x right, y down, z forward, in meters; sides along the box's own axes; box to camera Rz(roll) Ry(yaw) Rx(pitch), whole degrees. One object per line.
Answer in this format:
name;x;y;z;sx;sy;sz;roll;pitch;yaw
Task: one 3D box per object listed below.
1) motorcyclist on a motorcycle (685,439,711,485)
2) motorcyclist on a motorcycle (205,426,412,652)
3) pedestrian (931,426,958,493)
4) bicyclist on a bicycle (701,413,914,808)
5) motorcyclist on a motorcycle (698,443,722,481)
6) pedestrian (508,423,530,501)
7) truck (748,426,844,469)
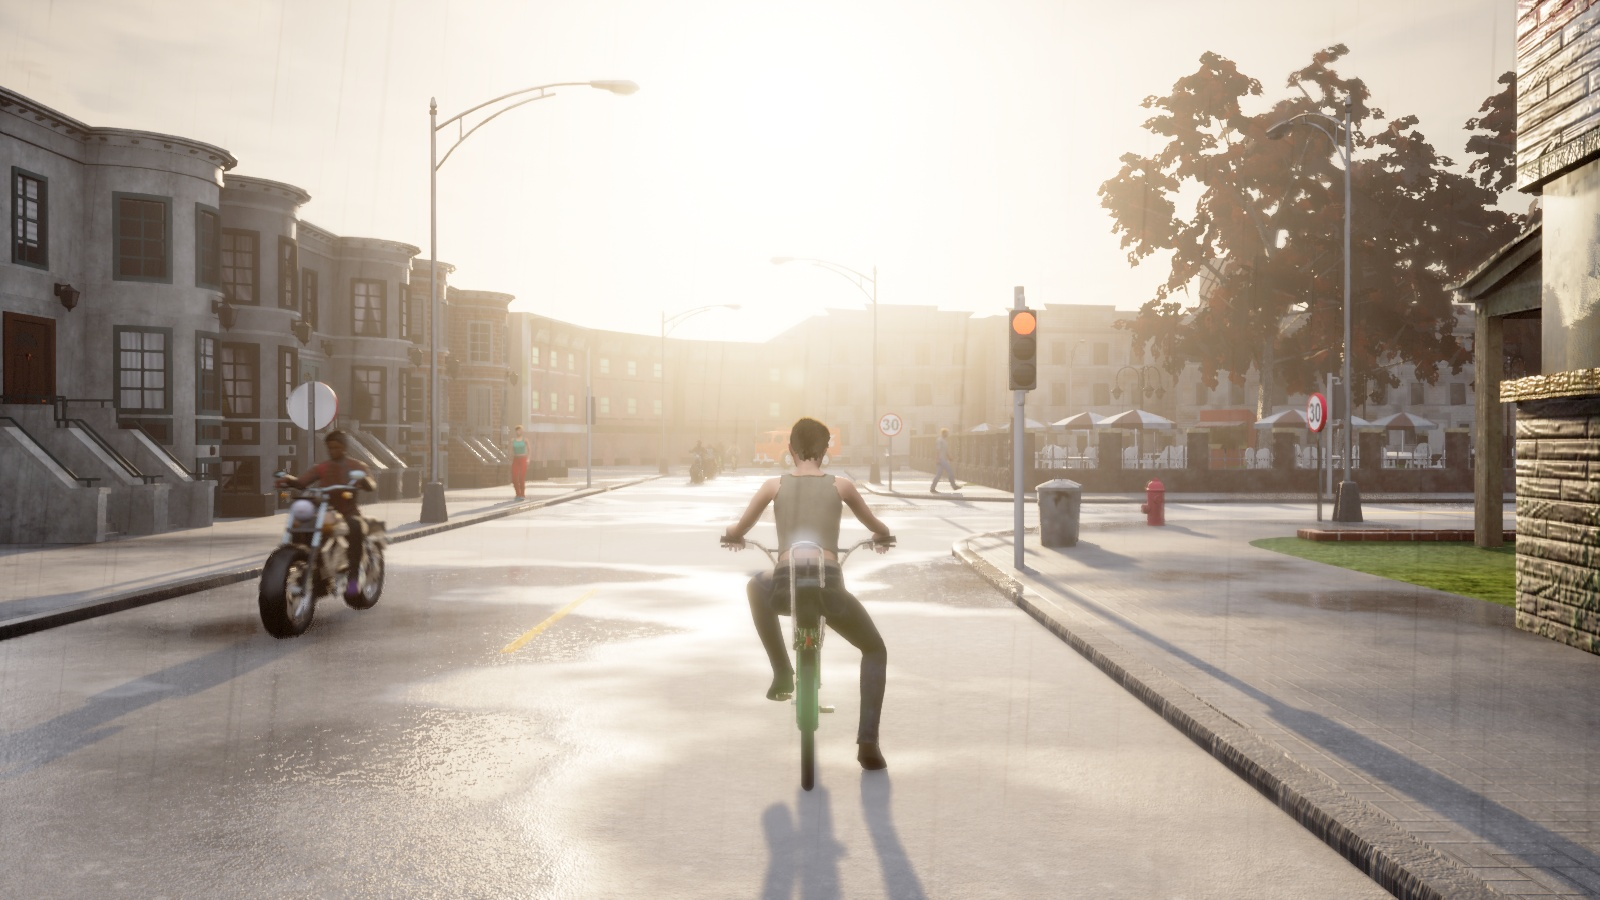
motorcyclist on a motorcycle;-3.778;0.429;46.842;0.766;1.649;2.350;0;0;0
motorcyclist on a motorcycle;-3.937;0.636;10.316;0.766;1.649;2.350;0;1;0
pedestrian;3.992;0.262;34.715;0.706;1.836;0.354;0;0;16
bicyclist on a bicycle;0.037;0.650;5.875;0.866;1.612;1.509;0;0;0
motorcyclist on a motorcycle;-3.758;0.481;52.606;0.866;1.530;2.191;0;0;0
pedestrian;-6.701;0.282;29.956;0.345;1.836;0.594;0;0;6
truck;-0.223;-0.165;75.088;5.204;2.467;2.627;0;1;-39
